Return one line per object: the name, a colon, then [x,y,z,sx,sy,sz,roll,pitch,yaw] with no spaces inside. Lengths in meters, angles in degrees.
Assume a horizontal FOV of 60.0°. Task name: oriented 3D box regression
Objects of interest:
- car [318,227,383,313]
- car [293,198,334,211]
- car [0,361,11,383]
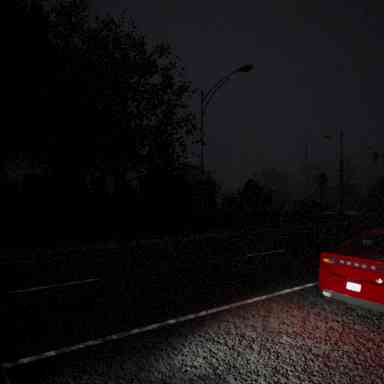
car: [4.797,1.478,7.146,5.008,1.535,1.882,0,0,-35]
car: [14.488,1.477,39.849,1.882,1.535,5.008,0,0,-33]
car: [-3.441,1.491,1.299,4.902,1.511,2.128,0,0,-35]
